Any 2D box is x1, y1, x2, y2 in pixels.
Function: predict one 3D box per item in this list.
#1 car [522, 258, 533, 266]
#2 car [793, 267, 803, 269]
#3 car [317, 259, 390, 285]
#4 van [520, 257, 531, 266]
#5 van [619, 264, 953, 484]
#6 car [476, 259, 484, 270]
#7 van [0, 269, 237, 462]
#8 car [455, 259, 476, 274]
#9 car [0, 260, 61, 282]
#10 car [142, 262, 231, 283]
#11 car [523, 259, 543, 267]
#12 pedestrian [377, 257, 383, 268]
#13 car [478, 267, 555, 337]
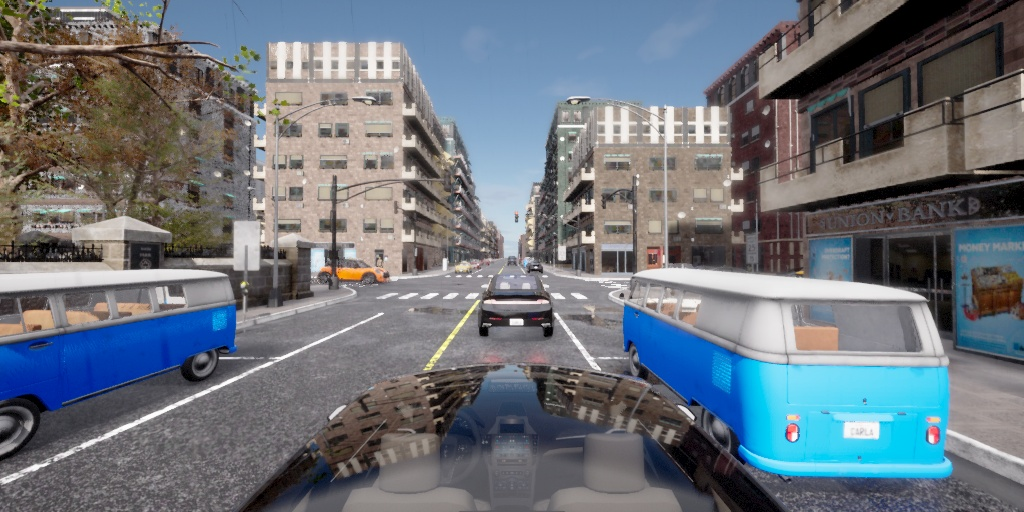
[{"bbox_3d":[2.700,1.317,48.174,2.007,1.370,4.403,0,0,0],"label":"car"},{"bbox_3d":[25.016,1.413,27.983,5.008,1.535,1.882,0,-1,1],"label":"car"},{"bbox_3d":[-11.000,1.051,25.209,4.553,1.767,2.097,1,0,1],"label":"car"},{"bbox_3d":[2.703,1.112,59.459,1.690,1.789,3.998,0,0,0],"label":"van"},{"bbox_3d":[2.659,1.092,4.585,1.690,1.789,3.998,0,0,0],"label":"van"},{"bbox_3d":[-5.680,1.208,53.819,1.967,1.591,4.097,0,0,0],"label":"car"},{"bbox_3d":[-5.655,1.092,4.589,1.690,1.789,3.998,0,0,0],"label":"van"},{"bbox_3d":[-5.681,1.289,42.363,1.751,1.417,4.829,0,0,0],"label":"car"},{"bbox_3d":[-35.660,1.050,25.521,4.892,1.490,1.837,0,-1,1],"label":"car"},{"bbox_3d":[-22.932,1.138,25.360,4.674,1.442,1.812,1,-1,1],"label":"car"},{"bbox_3d":[2.699,1.330,42.532,1.948,1.339,4.313,0,0,0],"label":"car"},{"bbox_3d":[-12.533,0.967,33.977,0.375,1.860,0.375,0,-1,1],"label":"pedestrian"},{"bbox_3d":[0.102,1.244,10.315,2.128,1.511,4.902,0,0,0],"label":"car"}]
